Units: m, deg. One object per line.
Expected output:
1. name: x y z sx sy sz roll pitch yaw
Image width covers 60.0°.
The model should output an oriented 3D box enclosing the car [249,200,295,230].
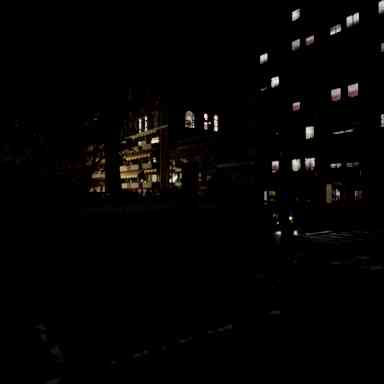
1. car: 4.937 1.605 23.434 2.097 1.767 4.553 0 -1 -36

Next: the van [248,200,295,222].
1. van: 7.155 1.643 30.201 1.690 1.788 3.998 -1 0 -36
